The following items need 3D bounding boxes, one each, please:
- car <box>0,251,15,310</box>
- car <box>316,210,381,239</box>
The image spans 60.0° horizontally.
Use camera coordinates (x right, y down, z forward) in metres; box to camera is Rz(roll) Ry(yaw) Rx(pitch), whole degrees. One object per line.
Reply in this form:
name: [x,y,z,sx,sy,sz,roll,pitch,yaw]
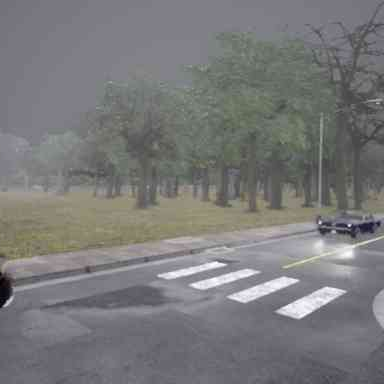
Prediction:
car: [-5.020,1.433,4.241,2.128,1.511,4.902,2,1,44]
car: [8.594,1.690,18.112,1.895,1.301,4.718,2,1,44]
